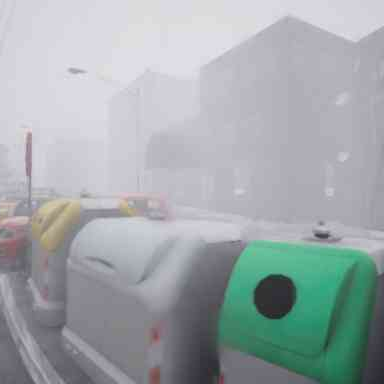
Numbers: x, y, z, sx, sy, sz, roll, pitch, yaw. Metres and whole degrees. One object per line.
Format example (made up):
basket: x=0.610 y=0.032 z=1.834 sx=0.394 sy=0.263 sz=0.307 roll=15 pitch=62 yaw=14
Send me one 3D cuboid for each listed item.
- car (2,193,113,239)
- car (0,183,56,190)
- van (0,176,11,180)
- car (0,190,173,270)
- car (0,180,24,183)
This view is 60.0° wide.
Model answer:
car: x=-6.315 y=1.022 z=15.714 sx=4.553 sy=1.767 sz=2.185 roll=1 pitch=2 yaw=-32
car: x=-12.496 y=0.460 z=25.700 sx=4.553 sy=1.767 sz=2.185 roll=1 pitch=2 yaw=-32
van: x=-41.649 y=-2.296 z=72.413 sx=4.442 sy=1.987 sz=1.878 roll=1 pitch=2 yaw=-32
car: x=-3.247 y=1.104 z=10.823 sx=5.566 sy=2.045 sz=2.435 roll=1 pitch=2 yaw=-32
car: x=-18.847 y=-0.113 z=35.722 sx=4.553 sy=1.767 sz=2.185 roll=1 pitch=2 yaw=-32
